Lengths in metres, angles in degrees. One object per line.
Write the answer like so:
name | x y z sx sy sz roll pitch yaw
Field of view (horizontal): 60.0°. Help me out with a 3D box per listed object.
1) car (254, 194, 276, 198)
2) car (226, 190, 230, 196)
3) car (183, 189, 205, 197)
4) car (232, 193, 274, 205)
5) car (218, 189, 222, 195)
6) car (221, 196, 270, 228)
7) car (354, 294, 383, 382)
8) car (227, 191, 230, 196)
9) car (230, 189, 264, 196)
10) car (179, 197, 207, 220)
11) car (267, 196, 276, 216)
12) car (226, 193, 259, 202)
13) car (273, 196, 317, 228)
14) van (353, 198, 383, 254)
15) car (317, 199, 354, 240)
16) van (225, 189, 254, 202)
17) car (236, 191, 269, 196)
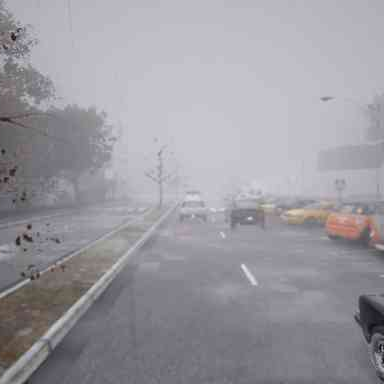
car | 7.879 1.147 26.004 5.366 1.575 1.946 0 1 -20
car | 8.208 0.855 49.991 5.366 1.575 1.946 1 0 -20
car | 0.072 0.686 40.697 2.150 2.045 5.566 0 1 0
car | 8.044 0.917 43.958 5.008 1.535 2.097 1 1 -20
car | 7.855 0.768 58.805 5.366 1.575 1.946 1 1 -20
car | 3.086 1.232 20.172 1.882 1.535 5.008 0 1 0
car | 3.099 1.582 2.322 1.895 1.301 4.718 0 0 0
car | 8.030 0.887 46.943 4.892 1.521 2.231 1 0 -20
car | 8.070 0.699 40.991 5.566 2.045 2.435 1 0 -20
car | 0.083 1.288 24.338 1.895 1.301 4.718 0 1 0
car | 8.080 1.230 23.101 4.792 1.488 2.163 0 1 -20
car | 8.058 0.858 52.921 4.792 1.488 2.163 1 0 -20
car | 7.882 1.244 20.039 5.366 1.575 1.946 0 1 -20
van | 7.957 1.155 11.100 4.442 1.987 1.878 0 1 -20
car | 8.033 1.214 14.128 4.553 1.767 2.185 0 1 -20
van | 7.924 0.574 55.845 4.442 1.987 1.878 1 1 -20
car | 8.053 0.988 37.992 4.892 1.521 2.231 1 1 -20
